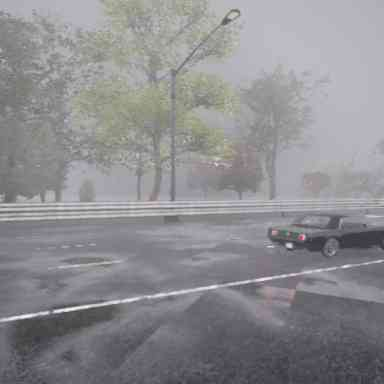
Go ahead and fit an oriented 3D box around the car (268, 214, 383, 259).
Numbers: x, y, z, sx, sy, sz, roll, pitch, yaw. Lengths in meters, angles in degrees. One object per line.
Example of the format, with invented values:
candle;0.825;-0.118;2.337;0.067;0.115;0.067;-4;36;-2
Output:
car;5.036;1.401;11.543;4.718;1.301;1.895;0;0;-28
